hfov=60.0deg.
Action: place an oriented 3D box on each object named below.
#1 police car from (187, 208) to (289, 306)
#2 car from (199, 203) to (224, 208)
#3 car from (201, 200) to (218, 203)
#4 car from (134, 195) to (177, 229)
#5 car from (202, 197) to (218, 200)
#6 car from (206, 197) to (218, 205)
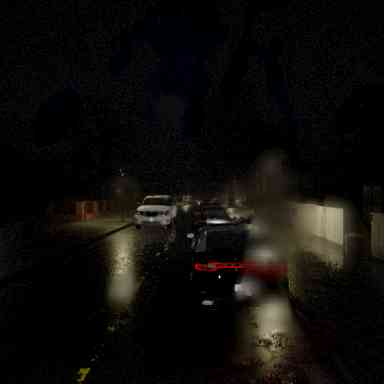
[{"bbox_3d":[0.896,1.428,8.228,1.930,1.638,5.238,0,0,1],"label":"police car"},{"bbox_3d":[1.166,1.533,18.071,1.812,1.442,4.674,0,0,2],"label":"car"},{"bbox_3d":[1.424,1.537,24.040,1.812,1.442,4.674,0,0,3],"label":"car"},{"bbox_3d":[-2.213,1.232,21.844,2.150,2.045,5.566,0,0,3],"label":"car"},{"bbox_3d":[2.190,1.523,45.887,2.128,1.511,4.902,0,0,6],"label":"car"},{"bbox_3d":[3.758,1.651,61.045,1.895,1.301,4.718,0,0,7],"label":"car"}]
